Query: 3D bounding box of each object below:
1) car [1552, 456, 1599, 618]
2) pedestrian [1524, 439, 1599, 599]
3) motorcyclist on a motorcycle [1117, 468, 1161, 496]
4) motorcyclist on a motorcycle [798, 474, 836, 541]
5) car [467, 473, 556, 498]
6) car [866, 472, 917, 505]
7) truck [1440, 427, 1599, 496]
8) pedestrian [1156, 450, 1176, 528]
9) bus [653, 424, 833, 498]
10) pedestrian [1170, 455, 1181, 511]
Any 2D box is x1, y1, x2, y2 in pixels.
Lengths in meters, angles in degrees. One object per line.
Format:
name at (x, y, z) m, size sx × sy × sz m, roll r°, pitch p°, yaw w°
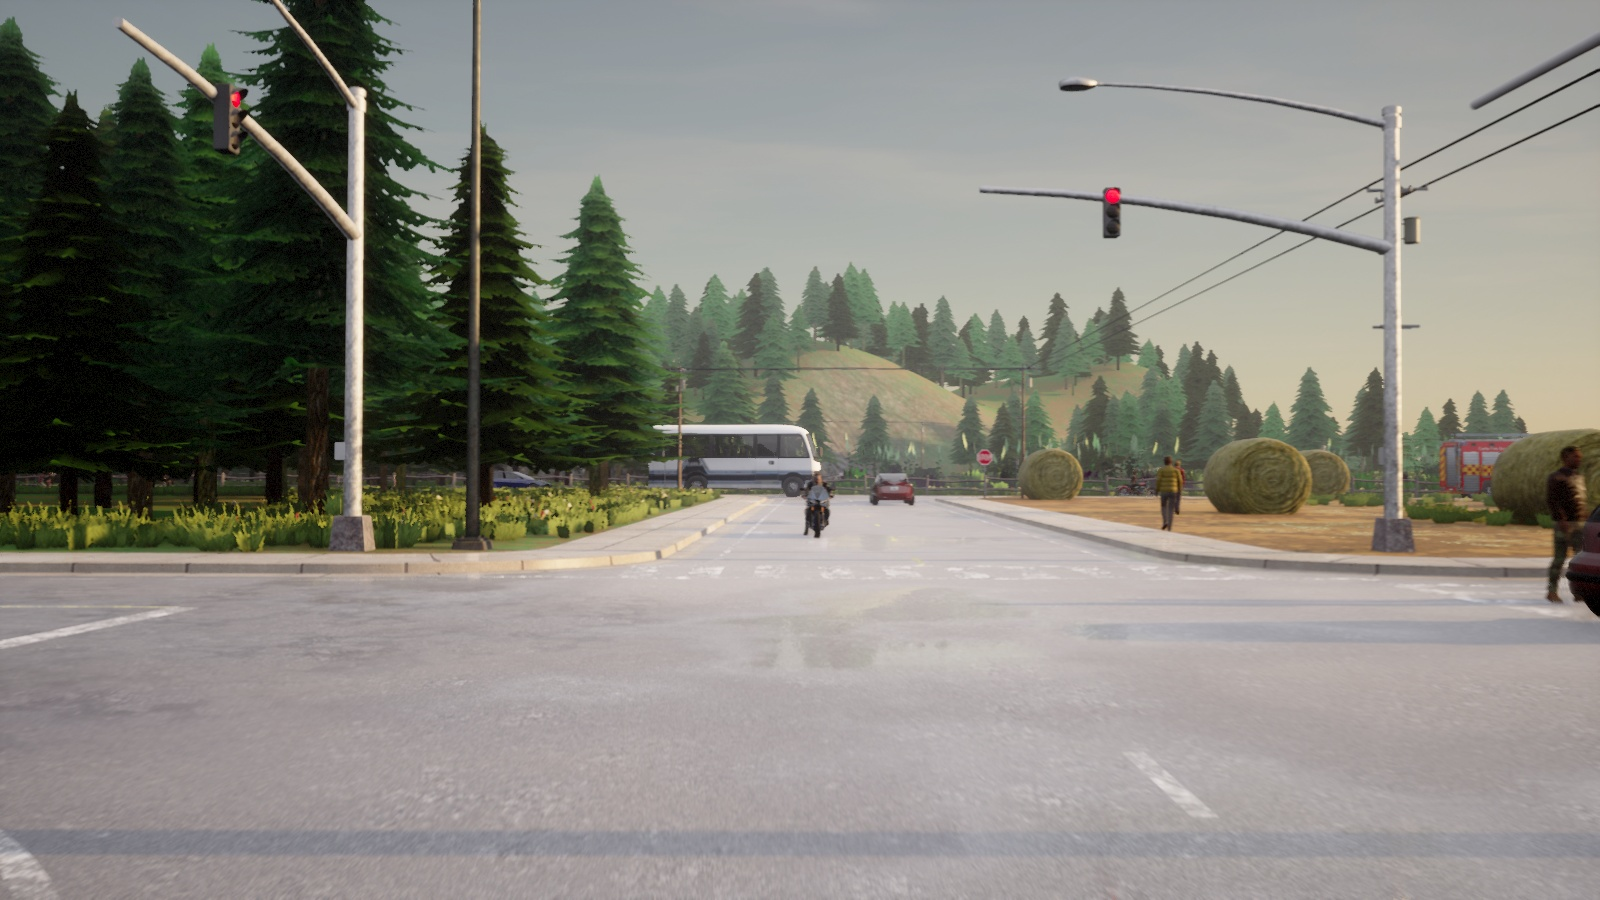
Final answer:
car at (9.950, 0.852, 12.347) m, size 3.988 × 1.617 × 1.851 m, roll 0°, pitch -1°, yaw 0°
pedestrian at (9.030, 0.801, 14.851) m, size 0.431 × 1.840 × 0.703 m, roll 0°, pitch -1°, yaw -11°
motorcyclist on a motorcycle at (19.687, 1.871, 73.044) m, size 2.350 × 1.649 × 0.766 m, roll 0°, pitch -1°, yaw 3°
motorcyclist on a motorcycle at (0.405, 1.355, 30.282) m, size 0.866 × 1.530 × 2.191 m, roll 0°, pitch -1°, yaw 1°
car at (-17.264, 2.112, 75.309) m, size 4.792 × 1.488 × 2.163 m, roll 0°, pitch -1°, yaw 3°
car at (4.288, 1.793, 59.489) m, size 2.163 × 1.488 × 4.792 m, roll 0°, pitch -1°, yaw 1°
truck at (41.581, 0.643, 71.708) m, size 8.468 × 3.827 × 2.891 m, roll 0°, pitch -1°, yaw 4°
pedestrian at (8.696, 0.927, 29.875) m, size 0.370 × 1.835 × 0.726 m, roll 0°, pitch -1°, yaw 10°
bus at (-3.282, 0.669, 74.482) m, size 10.273 × 4.253 × 3.944 m, roll 0°, pitch -1°, yaw 4°
pedestrian at (12.368, 1.091, 41.374) m, size 0.331 × 1.846 × 0.636 m, roll -1°, pitch -1°, yaw 18°
